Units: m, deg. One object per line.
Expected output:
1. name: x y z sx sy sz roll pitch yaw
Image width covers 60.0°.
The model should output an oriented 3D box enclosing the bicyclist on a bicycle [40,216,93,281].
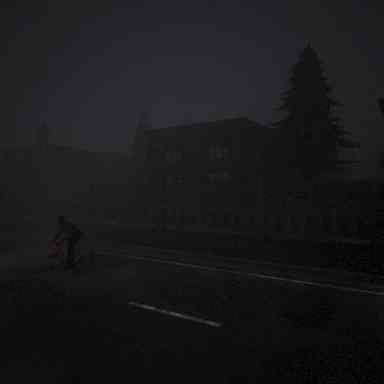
1. bicyclist on a bicycle: -3.323 1.451 8.898 0.582 1.620 1.656 0 2 34
